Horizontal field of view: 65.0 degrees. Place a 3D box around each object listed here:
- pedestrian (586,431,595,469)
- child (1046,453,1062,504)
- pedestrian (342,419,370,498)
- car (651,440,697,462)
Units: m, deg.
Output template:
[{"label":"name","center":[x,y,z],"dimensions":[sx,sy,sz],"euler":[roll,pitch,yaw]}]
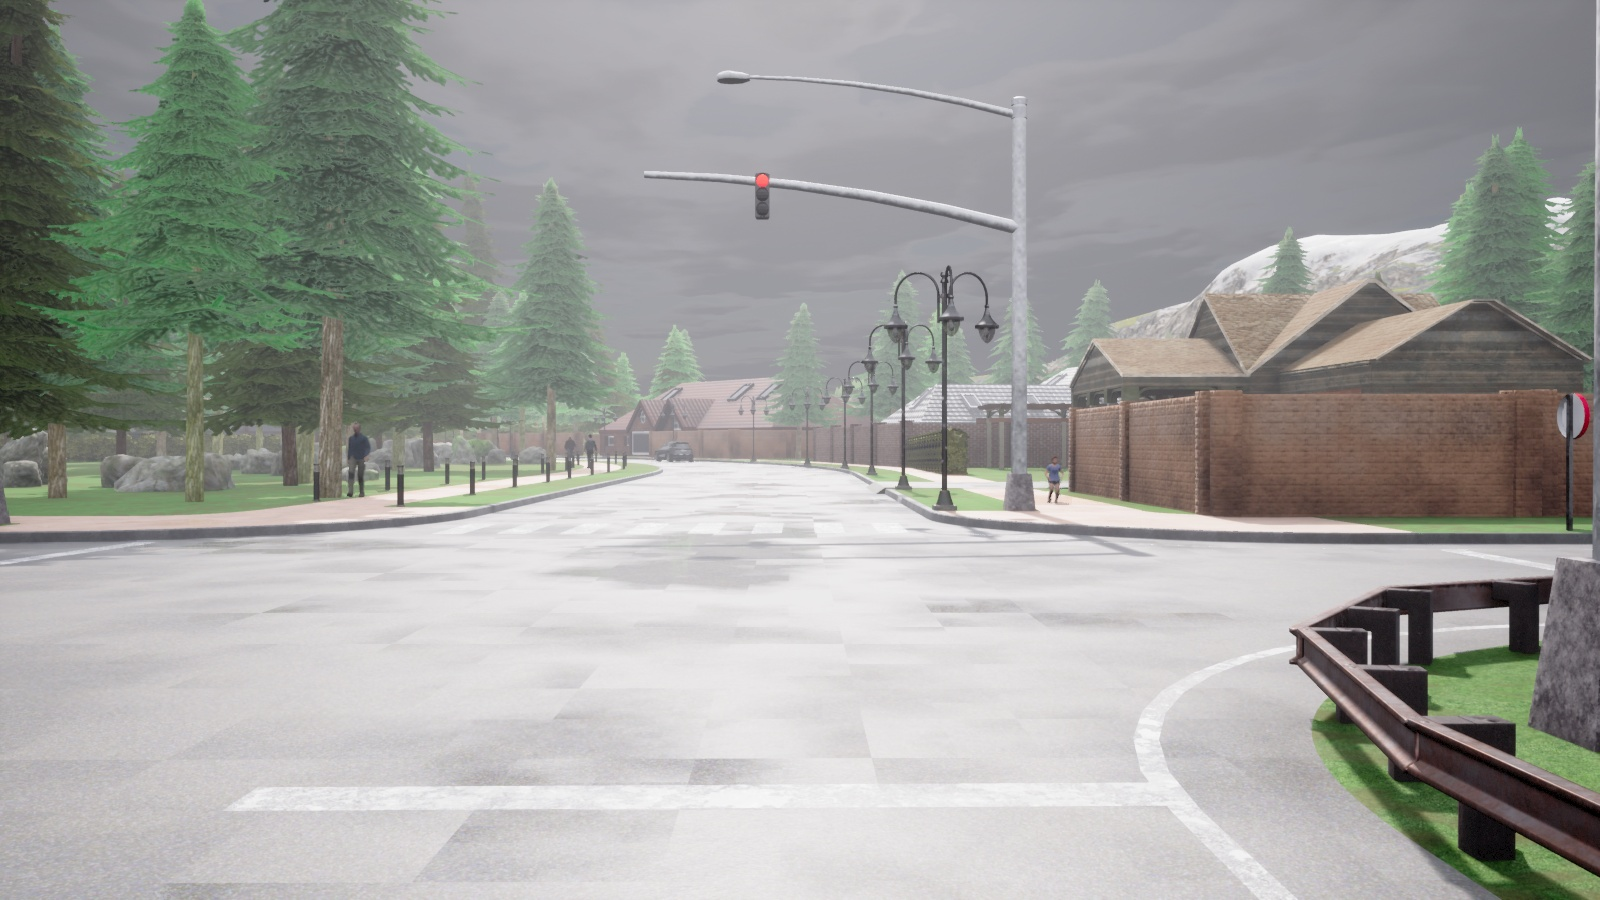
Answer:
[{"label":"pedestrian","center":[-10.722,0.001,64.211],"dimensions":[0.423,1.949,0.788],"euler":[0,0,-8]},{"label":"child","center":[5.500,0.613,27.195],"dimensions":[0.255,1.110,0.394],"euler":[0,0,2]},{"label":"pedestrian","center":[-10.521,0.195,29.782],"dimensions":[0.402,1.842,0.726],"euler":[0,0,0]},{"label":"car","center":[-9.750,0.093,96.846],"dimensions":[2.033,1.649,4.856],"euler":[0,0,-24]}]
